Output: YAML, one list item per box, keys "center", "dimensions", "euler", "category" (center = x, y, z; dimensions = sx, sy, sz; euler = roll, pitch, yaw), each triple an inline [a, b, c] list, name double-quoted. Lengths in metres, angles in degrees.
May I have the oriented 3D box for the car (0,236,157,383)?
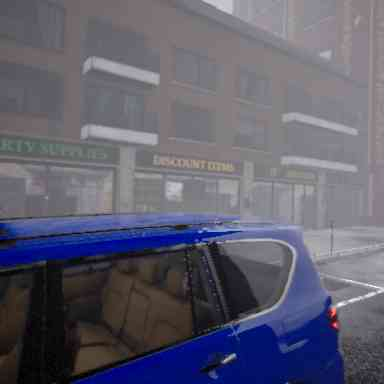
- center: [-2.972, 1.523, 3.954]
  dimensions: [4.829, 1.417, 1.752]
  euler: [1, 1, -35]
  category: "car"

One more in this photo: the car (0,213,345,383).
- center: [-1.281, 1.221, 2.158]
  dimensions: [5.566, 2.045, 2.150]
  euler: [0, 0, -35]
  category: "car"
